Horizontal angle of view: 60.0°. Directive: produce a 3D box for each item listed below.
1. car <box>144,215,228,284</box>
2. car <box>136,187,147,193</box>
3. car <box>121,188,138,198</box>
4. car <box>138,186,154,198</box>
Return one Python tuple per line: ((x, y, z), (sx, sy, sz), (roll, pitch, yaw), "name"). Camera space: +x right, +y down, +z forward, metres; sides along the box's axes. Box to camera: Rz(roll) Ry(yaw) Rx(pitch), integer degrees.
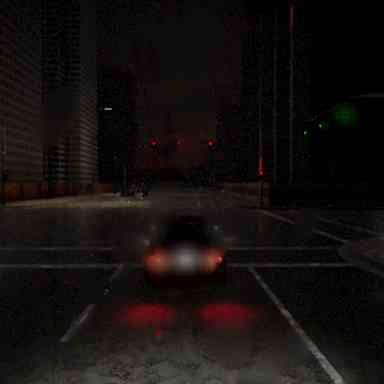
((-0.176, 1.352, 9.107), (2.033, 1.411, 5.357), (0, 1, -1), "car")
((-11.531, -0.492, 75.749), (1.837, 1.490, 4.892), (0, 1, 0), "car")
((-11.530, 0.216, 60.139), (2.128, 1.511, 4.902), (0, 1, 0), "car")
((-8.034, 0.228, 60.160), (1.837, 1.490, 4.892), (0, 1, 0), "car")
